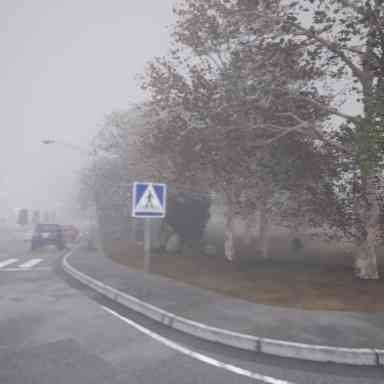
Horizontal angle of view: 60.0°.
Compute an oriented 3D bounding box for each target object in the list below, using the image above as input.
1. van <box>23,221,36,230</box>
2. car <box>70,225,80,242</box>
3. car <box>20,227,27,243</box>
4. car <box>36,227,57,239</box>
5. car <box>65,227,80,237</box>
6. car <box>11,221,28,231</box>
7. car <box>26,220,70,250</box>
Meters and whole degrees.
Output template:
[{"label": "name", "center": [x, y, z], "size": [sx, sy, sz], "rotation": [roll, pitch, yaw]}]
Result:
[{"label": "van", "center": [-37.911, 7.736, 77.576], "size": [1.878, 1.987, 4.442], "rotation": [3, -5, -16]}, {"label": "car", "center": [-15.960, 5.200, 42.313], "size": [2.150, 2.045, 5.566], "rotation": [3, -6, -16]}, {"label": "car", "center": [-18.307, 5.124, 38.858], "size": [1.812, 1.442, 4.674], "rotation": [3, -6, -15]}, {"label": "car", "center": [-21.074, 5.874, 48.291], "size": [2.128, 1.511, 4.902], "rotation": [3, -5, -16]}, {"label": "car", "center": [-19.284, 6.406, 53.768], "size": [1.837, 1.490, 4.892], "rotation": [3, -5, -16]}, {"label": "car", "center": [-34.932, 6.885, 67.016], "size": [2.435, 2.045, 5.566], "rotation": [3, -5, -16]}, {"label": "car", "center": [-11.495, 3.590, 26.947], "size": [2.150, 2.045, 5.566], "rotation": [3, -7, -16]}]
